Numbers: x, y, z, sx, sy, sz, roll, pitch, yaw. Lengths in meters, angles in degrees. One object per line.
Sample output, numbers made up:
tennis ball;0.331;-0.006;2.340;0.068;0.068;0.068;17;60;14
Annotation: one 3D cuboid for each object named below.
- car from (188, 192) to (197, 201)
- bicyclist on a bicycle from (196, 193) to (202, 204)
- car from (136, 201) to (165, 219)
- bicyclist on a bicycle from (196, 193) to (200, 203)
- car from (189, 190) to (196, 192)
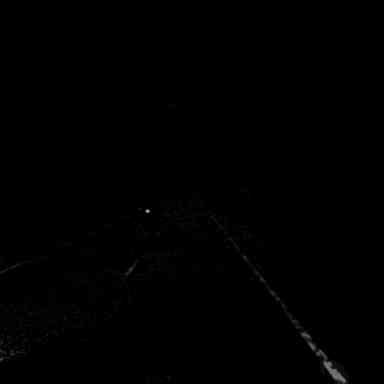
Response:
car;0.134;1.194;74.533;1.994;1.385;4.181;0;0;0
bicyclist on a bicycle;1.032;1.194;50.323;0.866;1.612;1.509;0;0;0
car;-3.354;1.431;27.252;1.994;1.385;4.181;0;0;0
bicyclist on a bicycle;1.070;1.085;59.195;0.659;1.776;1.843;0;0;0
car;0.157;0.621;87.471;2.150;2.045;5.566;0;0;0
